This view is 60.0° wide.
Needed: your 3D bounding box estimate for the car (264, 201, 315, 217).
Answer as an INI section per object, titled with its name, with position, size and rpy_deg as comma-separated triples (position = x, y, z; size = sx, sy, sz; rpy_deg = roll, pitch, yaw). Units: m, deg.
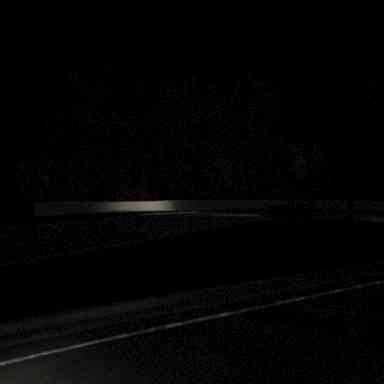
[car]
position = 9.719, 1.685, 33.353
size = 4.902, 1.511, 2.128
rpy_deg = 1, 0, 5
